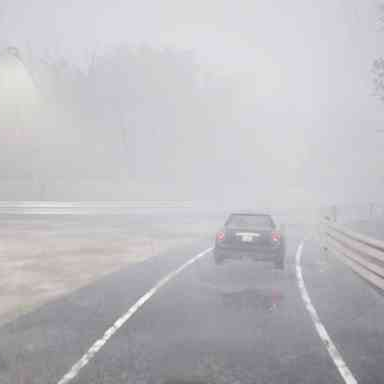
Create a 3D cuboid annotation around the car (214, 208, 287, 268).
[{"bbox_3d":[2.227,1.394,11.801,2.097,1.767,4.553,1,0,16],"label":"car"}]
